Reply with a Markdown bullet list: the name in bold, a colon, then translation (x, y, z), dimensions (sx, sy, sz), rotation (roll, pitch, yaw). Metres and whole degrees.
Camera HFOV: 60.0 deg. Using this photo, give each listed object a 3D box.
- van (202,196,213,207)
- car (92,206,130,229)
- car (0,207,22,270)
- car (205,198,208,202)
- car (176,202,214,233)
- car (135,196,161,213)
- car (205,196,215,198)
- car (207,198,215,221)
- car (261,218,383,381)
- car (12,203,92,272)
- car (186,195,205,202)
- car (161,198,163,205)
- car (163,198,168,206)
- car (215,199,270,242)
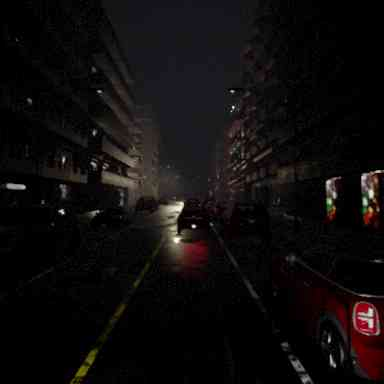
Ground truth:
- **van**: translation (2.536, 1.551, 55.274), dimensions (1.690, 1.788, 3.998), rotation (1, 0, 0)
- **car**: translation (-5.304, 1.628, 22.142), dimensions (1.947, 1.339, 4.313), rotation (1, 0, 0)
- **car**: translation (-5.293, 1.329, 5.550), dimensions (2.192, 1.841, 5.009), rotation (1, 0, 0)
- **car**: translation (2.537, 1.709, 38.678), dimensions (1.802, 1.307, 4.206), rotation (1, 0, 0)
- **car**: translation (0.095, 1.560, 19.933), dimensions (1.837, 1.490, 4.892), rotation (0, 0, 0)
- **car**: translation (-5.304, 1.442, 38.732), dimensions (2.192, 1.841, 5.009), rotation (1, 0, 0)
- **car**: translation (2.538, 1.495, 49.742), dimensions (2.192, 1.841, 5.009), rotation (1, 0, 0)
- **car**: translation (2.543, 1.522, 27.616), dimensions (1.967, 1.590, 4.097), rotation (1, 0, 0)
- **car**: translation (2.592, 1.454, 5.491), dimensions (1.967, 1.590, 4.097), rotation (1, 0, 0)
- **car**: translation (-5.294, 1.344, 11.080), dimensions (2.192, 1.841, 5.009), rotation (1, 0, 0)
- **car**: translation (0.090, 1.474, 37.488), dimensions (2.097, 1.767, 4.553), rotation (0, 0, 0)
- **car**: translation (-5.311, 1.698, 44.263), dimensions (1.887, 1.381, 4.507), rotation (1, 0, 0)
- **car**: translation (-5.317, 1.823, 60.856), dimensions (1.802, 1.307, 4.206), rotation (1, 0, 0)
- **car**: translation (2.550, 1.359, 16.553), dimensions (2.192, 1.841, 5.009), rotation (1, 0, 0)
